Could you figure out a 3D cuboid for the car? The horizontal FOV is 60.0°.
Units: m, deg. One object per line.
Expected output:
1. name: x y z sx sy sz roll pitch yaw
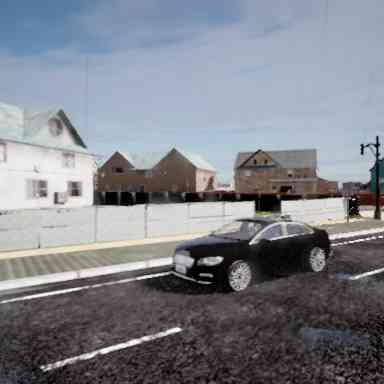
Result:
1. car: 1.745 1.460 8.913 4.902 1.511 2.128 0 0 -35
